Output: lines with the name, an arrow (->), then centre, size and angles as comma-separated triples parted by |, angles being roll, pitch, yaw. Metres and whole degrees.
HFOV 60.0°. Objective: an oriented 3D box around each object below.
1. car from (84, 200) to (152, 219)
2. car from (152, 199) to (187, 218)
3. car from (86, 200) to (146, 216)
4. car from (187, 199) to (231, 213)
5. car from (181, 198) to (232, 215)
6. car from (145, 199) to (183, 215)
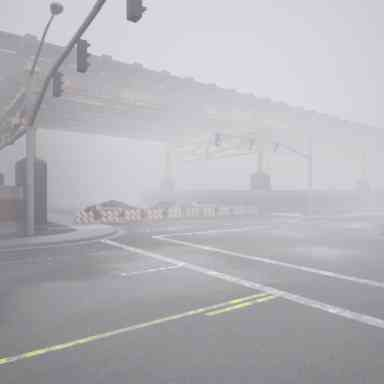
car -> -6.209, 1.453, 27.598 | 4.974, 1.542, 2.038 | 0, 0, 8
car -> -2.462, 1.453, 30.280 | 2.038, 1.542, 4.974 | 0, 0, 18
car -> -6.261, 1.295, 27.605 | 4.536, 1.218, 1.853 | 0, 0, 8
car -> 1.400, 1.295, 34.029 | 4.536, 1.218, 1.853 | 0, 0, -7
car -> 1.452, 1.453, 34.036 | 4.974, 1.542, 2.038 | 0, 0, -7
car -> -2.446, 1.295, 30.329 | 1.853, 1.218, 4.536 | 0, 0, 18
